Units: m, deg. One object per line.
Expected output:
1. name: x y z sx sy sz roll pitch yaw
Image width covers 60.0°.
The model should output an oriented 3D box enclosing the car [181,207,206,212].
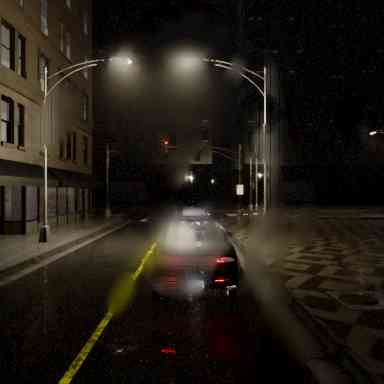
1. car: 0.088 1.547 18.644 2.033 1.411 5.357 0 0 -2

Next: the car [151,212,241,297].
1. car: 0.085 1.491 8.532 2.128 1.511 4.902 0 0 0
